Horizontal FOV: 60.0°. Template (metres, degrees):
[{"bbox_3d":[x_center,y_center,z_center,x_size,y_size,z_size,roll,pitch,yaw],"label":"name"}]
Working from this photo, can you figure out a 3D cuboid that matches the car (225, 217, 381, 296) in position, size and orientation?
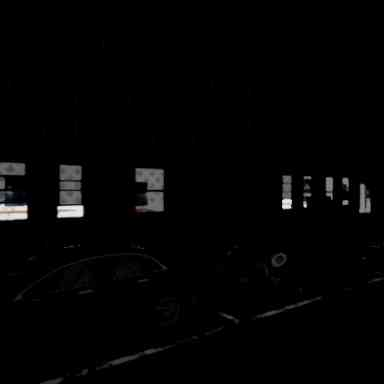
[{"bbox_3d":[2.767,1.425,8.532,4.097,1.590,1.967,0,0,-35],"label":"car"}]

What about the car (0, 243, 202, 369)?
[{"bbox_3d":[-1.869,1.548,5.227,4.403,1.369,2.008,0,0,-35],"label":"car"}]

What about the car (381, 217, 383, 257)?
[{"bbox_3d":[7.402,1.522,11.836,4.403,1.369,2.008,0,0,-35],"label":"car"}]
